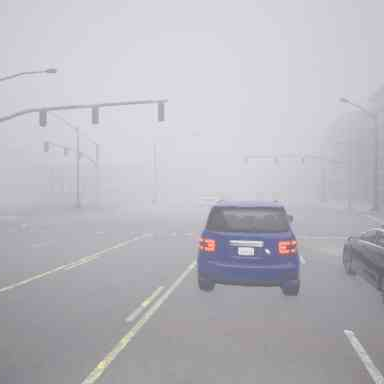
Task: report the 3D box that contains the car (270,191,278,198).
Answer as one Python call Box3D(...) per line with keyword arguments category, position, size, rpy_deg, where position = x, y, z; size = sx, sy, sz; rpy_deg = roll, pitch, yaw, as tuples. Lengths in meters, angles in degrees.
Box3D(category="car", position=(20.909, 0.609, 84.589), size=(1.837, 1.490, 4.892), rpy_deg=(0, 1, 11))

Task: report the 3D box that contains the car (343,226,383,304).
Box3D(category="car", position=(4.806, 1.492, 7.432), size=(2.128, 1.511, 4.902), rpy_deg=(0, 0, 11))

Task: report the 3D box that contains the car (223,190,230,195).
Box3D(category="car", position=(4.985, 0.904, 59.088), size=(2.150, 2.045, 5.566), rpy_deg=(0, 1, 11))

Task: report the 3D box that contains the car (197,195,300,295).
Box3D(category="car", position=(1.544, 1.221, 8.964), size=(2.150, 2.045, 5.566), rpy_deg=(0, 0, 11))

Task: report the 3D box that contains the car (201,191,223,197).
Box3D(category="car", position=(2.643, 1.079, 47.512), size=(2.150, 2.045, 5.566), rpy_deg=(0, 1, 11))

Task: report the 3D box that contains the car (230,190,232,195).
Box3D(category="car", position=(7.398, 0.695, 70.672), size=(2.150, 2.045, 5.566), rpy_deg=(0, 1, 11))

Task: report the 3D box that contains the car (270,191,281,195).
Box3D(category="car", position=(18.927, 0.707, 74.740), size=(2.097, 1.767, 4.553), rpy_deg=(0, 1, 11))

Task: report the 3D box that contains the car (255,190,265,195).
Box3D(category="car", position=(15.504, 0.904, 75.469), size=(1.994, 1.385, 4.181), rpy_deg=(0, 1, 11))
